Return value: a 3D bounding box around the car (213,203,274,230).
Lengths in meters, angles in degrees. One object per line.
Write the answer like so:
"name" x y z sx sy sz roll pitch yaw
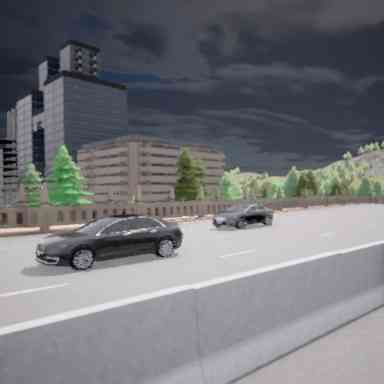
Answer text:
"car" 3.338 1.479 21.128 2.128 1.511 4.902 0 0 45

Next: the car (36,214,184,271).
"car" -2.533 1.523 11.114 4.892 1.490 1.837 0 0 -39
